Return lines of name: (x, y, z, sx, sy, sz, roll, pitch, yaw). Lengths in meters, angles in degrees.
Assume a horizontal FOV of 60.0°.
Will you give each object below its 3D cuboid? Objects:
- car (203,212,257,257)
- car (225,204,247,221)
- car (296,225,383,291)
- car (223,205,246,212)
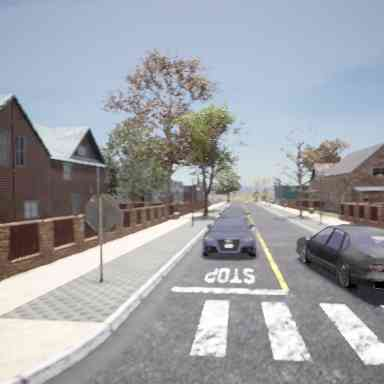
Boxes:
car: (1.598, 1.760, 13.805, 1.994, 1.385, 4.181, -1, -1, 8)
car: (4.443, 1.993, 33.627, 2.033, 1.411, 5.357, -1, -1, 8)
car: (4.545, 1.641, 9.336, 2.033, 1.411, 5.357, -1, -1, 1)
car: (2.849, 1.784, 22.548, 1.882, 1.535, 5.008, -1, -1, 8)
